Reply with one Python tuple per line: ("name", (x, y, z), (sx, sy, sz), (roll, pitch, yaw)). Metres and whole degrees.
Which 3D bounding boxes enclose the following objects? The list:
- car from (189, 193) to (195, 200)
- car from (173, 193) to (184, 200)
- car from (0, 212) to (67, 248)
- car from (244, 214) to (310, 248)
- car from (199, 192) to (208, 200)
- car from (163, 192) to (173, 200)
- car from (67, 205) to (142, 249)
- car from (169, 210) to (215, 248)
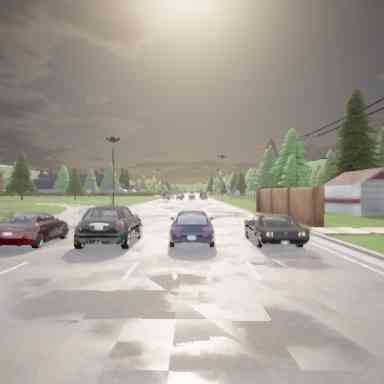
("car", (0.000, 1.420, 93.690), (1.812, 1.442, 4.674), (0, 0, 0))
("car", (-3.500, 1.406, 93.353), (2.128, 1.511, 4.902), (0, 0, 0))
("car", (-7.000, 1.569, 14.665), (1.994, 1.385, 4.181), (0, 0, 0))
("car", (3.500, 1.613, 14.695), (1.895, 1.301, 4.718), (0, 0, 0))
("car", (3.500, 1.421, 93.343), (2.033, 1.411, 5.357), (0, 0, 0))
("car", (-7.000, 1.434, 93.362), (1.994, 1.385, 4.181), (0, 0, 0))
("car", (-3.500, 1.363, 14.635), (2.097, 1.767, 4.553), (0, 0, 0))
("car", (0.000, 1.530, 14.665), (1.812, 1.442, 4.674), (0, 0, 0))
